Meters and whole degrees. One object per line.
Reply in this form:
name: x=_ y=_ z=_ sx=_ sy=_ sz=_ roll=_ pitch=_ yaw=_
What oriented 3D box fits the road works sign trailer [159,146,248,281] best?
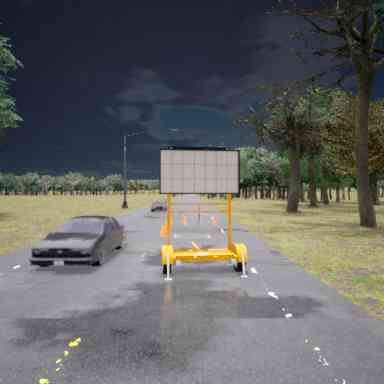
road works sign trailer: x=0.202 y=0.461 z=9.989 sx=2.380 sy=3.560 sz=2.880 roll=0 pitch=0 yaw=-8

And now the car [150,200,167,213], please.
car: x=-3.478 y=1.579 z=37.136 sx=1.994 sy=1.385 sz=4.181 roll=0 pitch=0 yaw=0

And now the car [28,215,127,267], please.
car: x=-3.593 y=1.543 z=11.644 sx=2.033 sy=1.411 sz=5.357 roll=0 pitch=0 yaw=0
